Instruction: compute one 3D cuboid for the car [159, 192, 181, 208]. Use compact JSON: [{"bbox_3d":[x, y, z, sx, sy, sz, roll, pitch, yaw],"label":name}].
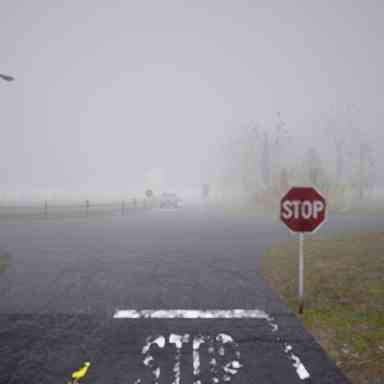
[{"bbox_3d":[-3.024,1.021,44.221,2.150,2.045,5.566,0,0,0],"label":"car"}]
